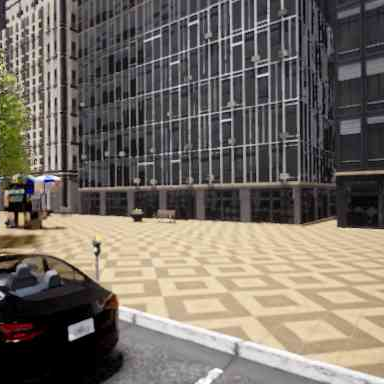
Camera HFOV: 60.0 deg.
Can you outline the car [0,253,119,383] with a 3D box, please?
[{"bbox_3d":[-2.947,1.608,4.985,4.313,1.339,1.947,-1,-1,36],"label":"car"}]
